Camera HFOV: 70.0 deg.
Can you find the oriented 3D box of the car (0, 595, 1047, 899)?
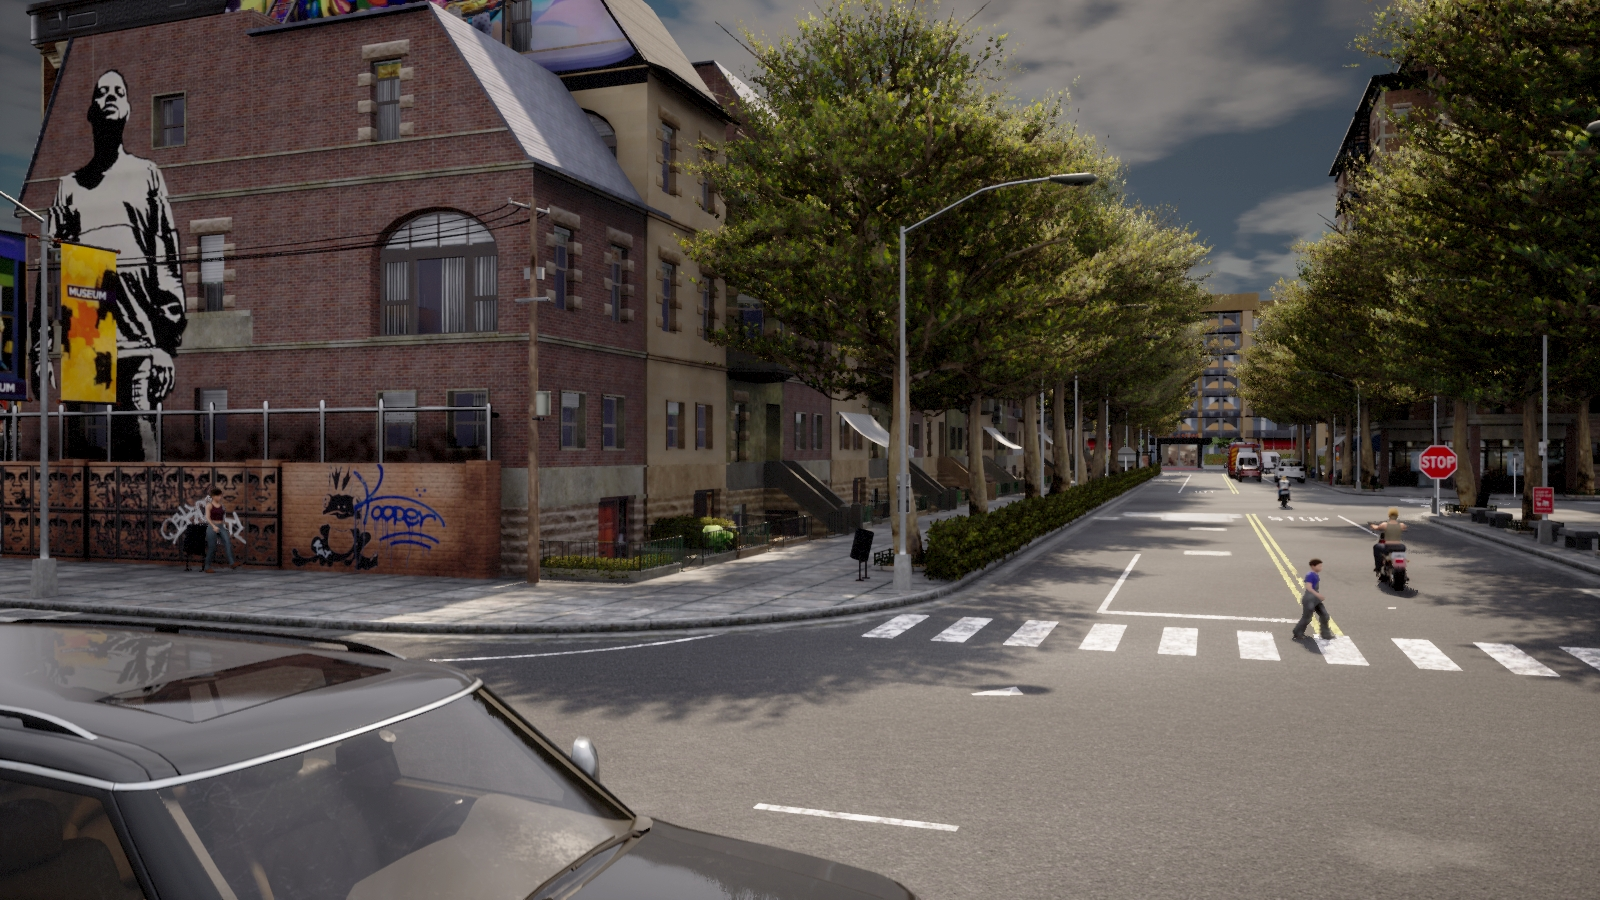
[{"bbox_3d":[-2.100,1.781,4.031,5.566,2.045,2.150,0,0,20],"label":"car"}]

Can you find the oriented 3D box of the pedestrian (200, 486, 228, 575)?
[{"bbox_3d":[-12.478,1.704,24.335,0.375,1.860,0.375,0,0,22],"label":"pedestrian"}]

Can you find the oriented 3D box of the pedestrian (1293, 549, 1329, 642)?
[{"bbox_3d":[7.534,2.129,16.834,0.375,1.300,0.375,0,0,44],"label":"pedestrian"}]

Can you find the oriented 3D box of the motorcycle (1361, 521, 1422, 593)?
[{"bbox_3d":[12.183,2.169,23.599,0.764,1.277,2.356,0,0,19],"label":"motorcycle"}]
